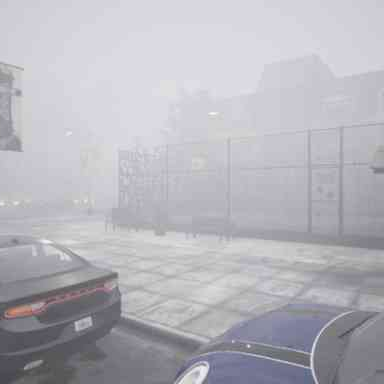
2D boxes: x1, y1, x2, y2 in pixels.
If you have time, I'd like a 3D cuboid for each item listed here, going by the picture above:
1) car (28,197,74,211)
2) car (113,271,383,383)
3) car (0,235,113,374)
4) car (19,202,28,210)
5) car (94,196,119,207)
[{"bbox_3d":[-16.596,1.337,39.881,2.097,1.767,4.553,0,0,35],"label":"car"},{"bbox_3d":[1.951,1.355,1.912,4.553,1.767,2.185,0,0,35],"label":"car"},{"bbox_3d":[-3.359,1.477,5.532,5.008,1.535,2.097,0,0,35],"label":"car"},{"bbox_3d":[-19.312,1.487,42.109,1.837,1.490,4.892,0,0,35],"label":"car"},{"bbox_3d":[-12.815,1.337,51.350,2.097,1.767,4.553,0,0,35],"label":"car"}]
